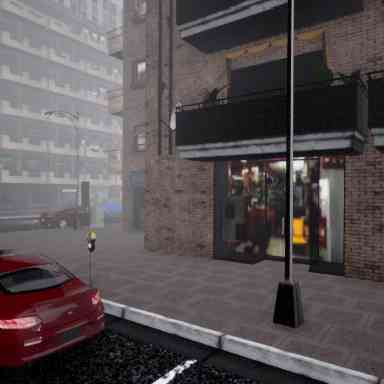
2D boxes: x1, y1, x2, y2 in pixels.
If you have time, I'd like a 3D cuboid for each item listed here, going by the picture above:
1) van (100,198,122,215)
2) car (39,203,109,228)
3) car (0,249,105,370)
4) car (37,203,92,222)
[{"bbox_3d":[-8.710,1.606,37.856,1.690,1.788,3.998,0,-1,36],"label":"van"},{"bbox_3d":[-8.528,1.756,23.737,1.887,1.381,4.507,0,-1,36],"label":"car"},{"bbox_3d":[-3.143,1.582,5.243,4.206,1.307,1.802,0,0,36],"label":"car"},{"bbox_3d":[-11.340,1.763,29.757,1.994,1.385,4.181,1,0,36],"label":"car"}]
